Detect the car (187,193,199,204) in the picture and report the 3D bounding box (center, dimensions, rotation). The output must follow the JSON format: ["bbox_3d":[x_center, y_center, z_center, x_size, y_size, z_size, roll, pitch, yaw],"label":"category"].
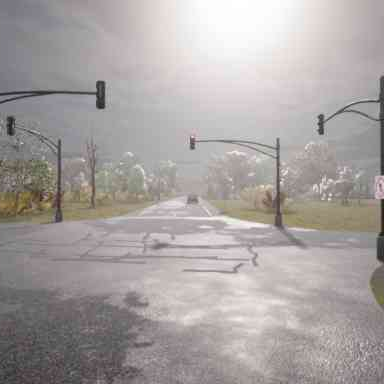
[{"bbox_3d":[0.156,1.292,67.658,2.150,2.045,5.566,0,0,0],"label":"car"}]
